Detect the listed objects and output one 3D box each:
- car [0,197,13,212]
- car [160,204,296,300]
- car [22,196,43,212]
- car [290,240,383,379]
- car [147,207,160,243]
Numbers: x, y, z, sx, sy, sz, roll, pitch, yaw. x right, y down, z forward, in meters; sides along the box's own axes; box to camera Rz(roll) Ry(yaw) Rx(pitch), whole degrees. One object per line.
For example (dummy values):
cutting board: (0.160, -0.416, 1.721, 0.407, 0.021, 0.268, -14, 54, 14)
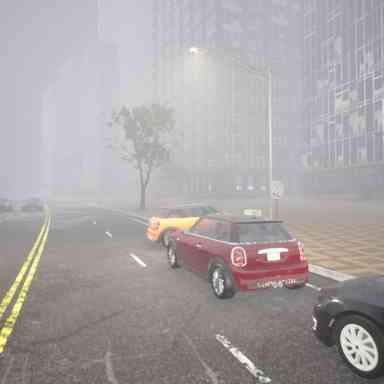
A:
car: (-21.785, 1.387, 38.058, 2.097, 1.767, 4.553, 0, 0, -24)
car: (0.887, 1.354, 8.831, 2.097, 1.767, 4.553, 0, 0, -22)
car: (-18.816, 1.390, 39.379, 2.097, 1.767, 4.553, 0, 0, -24)
car: (3.620, 1.505, 3.359, 1.837, 1.490, 4.892, 0, 0, -35)
car: (0.388, 1.275, 14.417, 4.553, 1.767, 2.097, -3, 1, -18)
